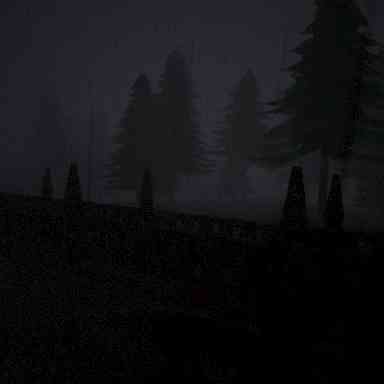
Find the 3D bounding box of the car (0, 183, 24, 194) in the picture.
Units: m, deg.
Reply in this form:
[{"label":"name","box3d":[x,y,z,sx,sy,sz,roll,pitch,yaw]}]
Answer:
[{"label":"car","box3d":[-20.906,-0.216,36.183,2.128,1.511,4.902,4,2,37]}]

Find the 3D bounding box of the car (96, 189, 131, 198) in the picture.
[{"label":"car","box3d":[-10.330,0.111,44.207,1.895,1.301,4.718,4,2,37]}]

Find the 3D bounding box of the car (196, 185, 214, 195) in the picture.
[{"label":"car","box3d":[2.973,-0.234,61.919,2.150,2.045,5.566,4,2,37]}]
